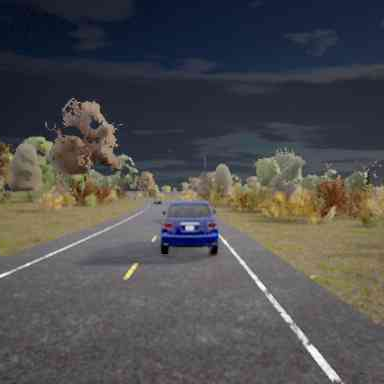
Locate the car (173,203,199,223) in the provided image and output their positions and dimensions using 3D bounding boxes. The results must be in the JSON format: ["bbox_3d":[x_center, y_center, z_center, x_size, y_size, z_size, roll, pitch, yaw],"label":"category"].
[{"bbox_3d":[-0.618,1.760,29.391,2.128,1.511,4.902,0,0,-2],"label":"car"}]

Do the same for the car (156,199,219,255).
[{"bbox_3d":[-0.125,1.347,14.083,2.150,2.045,5.566,0,0,-1],"label":"car"}]

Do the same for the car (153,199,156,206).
[{"bbox_3d":[-7.303,2.212,70.614,1.895,1.301,4.718,0,0,-6],"label":"car"}]
